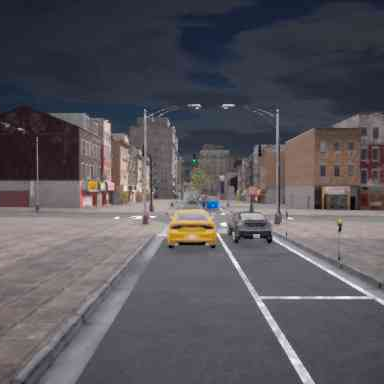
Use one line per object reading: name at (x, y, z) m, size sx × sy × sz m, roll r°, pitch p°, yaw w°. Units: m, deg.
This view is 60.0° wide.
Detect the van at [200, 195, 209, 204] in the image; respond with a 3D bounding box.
van at (2.616, 1.626, 69.144) m, size 1.690 × 1.788 × 3.998 m, roll -1°, pitch -1°, yaw 0°

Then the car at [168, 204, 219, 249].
car at (0.000, 1.492, 14.655) m, size 1.882 × 1.535 × 5.008 m, roll 0°, pitch 0°, yaw 0°

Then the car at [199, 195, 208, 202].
car at (2.982, 1.700, 88.244) m, size 2.150 × 2.045 × 5.566 m, roll 0°, pitch -1°, yaw 0°

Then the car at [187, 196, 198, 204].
car at (0.000, 1.887, 67.248) m, size 1.895 × 1.301 × 4.718 m, roll 0°, pitch 0°, yaw 0°

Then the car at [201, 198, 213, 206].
car at (2.621, 1.752, 58.562) m, size 2.008 × 1.369 × 4.403 m, roll -1°, pitch 0°, yaw 0°

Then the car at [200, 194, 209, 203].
car at (2.982, 1.626, 81.241) m, size 2.150 × 2.045 × 5.566 m, roll 0°, pitch -1°, yaw 0°

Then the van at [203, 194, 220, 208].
van at (2.619, 1.444, 42.693) m, size 1.690 × 1.788 × 3.998 m, roll -1°, pitch 0°, yaw 0°

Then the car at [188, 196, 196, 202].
car at (0.000, 1.774, 83.055) m, size 2.128 × 1.511 × 4.902 m, roll 0°, pitch -1°, yaw 0°

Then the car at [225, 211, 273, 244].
car at (2.626, 1.559, 15.734) m, size 2.008 × 1.369 × 4.403 m, roll -1°, pitch 0°, yaw 0°

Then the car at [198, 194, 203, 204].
car at (2.617, 1.479, 53.275) m, size 2.192 × 1.841 × 5.009 m, roll -1°, pitch 0°, yaw 0°
